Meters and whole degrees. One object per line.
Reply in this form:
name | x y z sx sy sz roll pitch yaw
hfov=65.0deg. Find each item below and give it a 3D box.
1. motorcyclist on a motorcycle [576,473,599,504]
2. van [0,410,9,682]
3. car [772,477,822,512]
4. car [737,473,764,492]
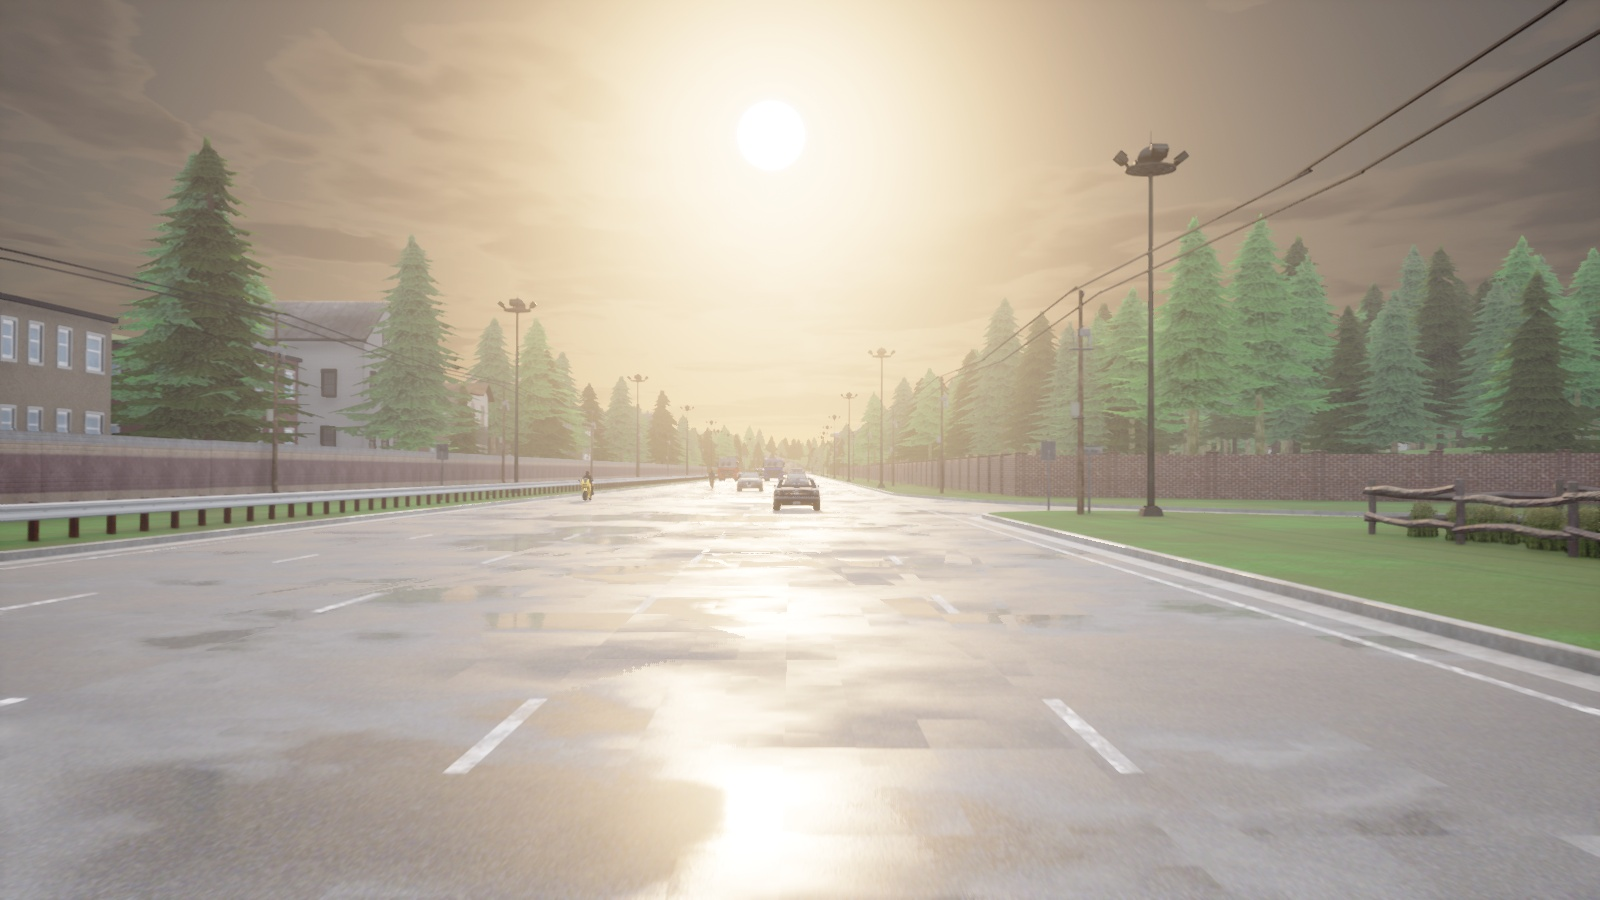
motorcyclist on a motorcycle | -10.651 1.894 62.997 0.797 1.523 2.044 0 -1 0
van | -7.019 0.688 7.259 2.069 2.038 4.480 0 -1 0
car | -0.121 1.759 50.381 1.895 1.301 4.718 0 -1 0
car | -3.728 2.446 94.995 1.812 1.442 4.674 0 -1 0
